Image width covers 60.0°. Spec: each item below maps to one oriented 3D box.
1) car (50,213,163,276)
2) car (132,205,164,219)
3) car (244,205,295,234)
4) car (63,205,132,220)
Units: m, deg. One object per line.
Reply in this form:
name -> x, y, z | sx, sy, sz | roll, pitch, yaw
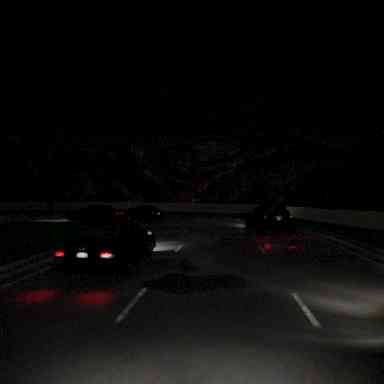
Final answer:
car -> -2.526, 1.656, 10.806 | 2.033, 1.411, 5.357 | 0, -1, 5
car -> -4.510, 1.870, 29.930 | 4.181, 1.385, 1.994 | 0, -1, 35
car -> 4.803, 1.595, 21.311 | 2.097, 1.767, 4.553 | 0, -1, -6
car -> -8.235, 1.825, 28.328 | 5.357, 1.411, 2.033 | 0, -1, 18
